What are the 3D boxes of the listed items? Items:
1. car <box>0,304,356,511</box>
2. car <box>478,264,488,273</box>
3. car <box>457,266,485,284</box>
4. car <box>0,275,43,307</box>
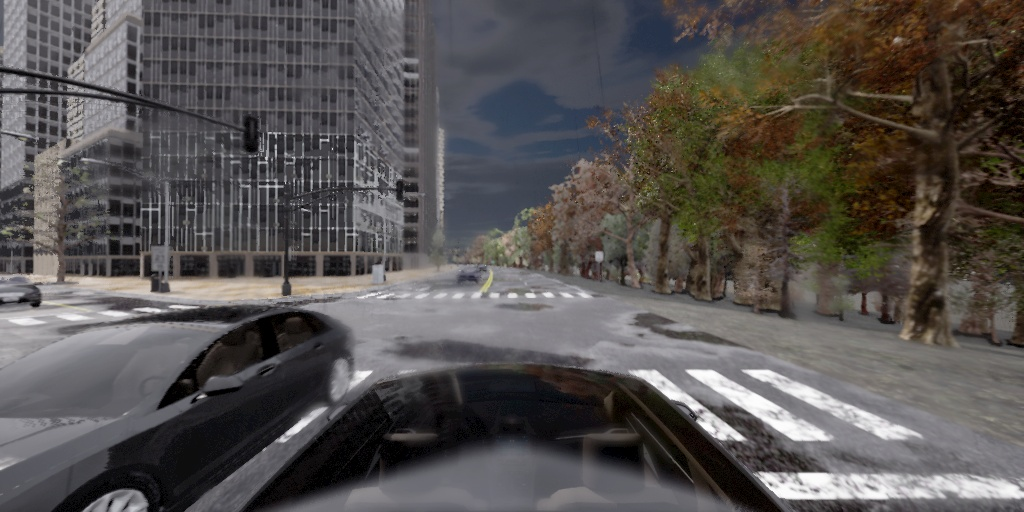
[{"bbox_3d":[-3.257,1.328,3.532,1.837,1.490,4.892,0,-1,0],"label":"car"},{"bbox_3d":[-5.024,2.103,59.916,2.033,1.411,5.357,0,-1,-3],"label":"car"},{"bbox_3d":[-3.709,1.766,31.495,1.895,1.301,4.718,0,-1,-2],"label":"car"},{"bbox_3d":[-23.779,1.646,16.697,4.902,1.511,2.128,-1,-1,29],"label":"car"}]
